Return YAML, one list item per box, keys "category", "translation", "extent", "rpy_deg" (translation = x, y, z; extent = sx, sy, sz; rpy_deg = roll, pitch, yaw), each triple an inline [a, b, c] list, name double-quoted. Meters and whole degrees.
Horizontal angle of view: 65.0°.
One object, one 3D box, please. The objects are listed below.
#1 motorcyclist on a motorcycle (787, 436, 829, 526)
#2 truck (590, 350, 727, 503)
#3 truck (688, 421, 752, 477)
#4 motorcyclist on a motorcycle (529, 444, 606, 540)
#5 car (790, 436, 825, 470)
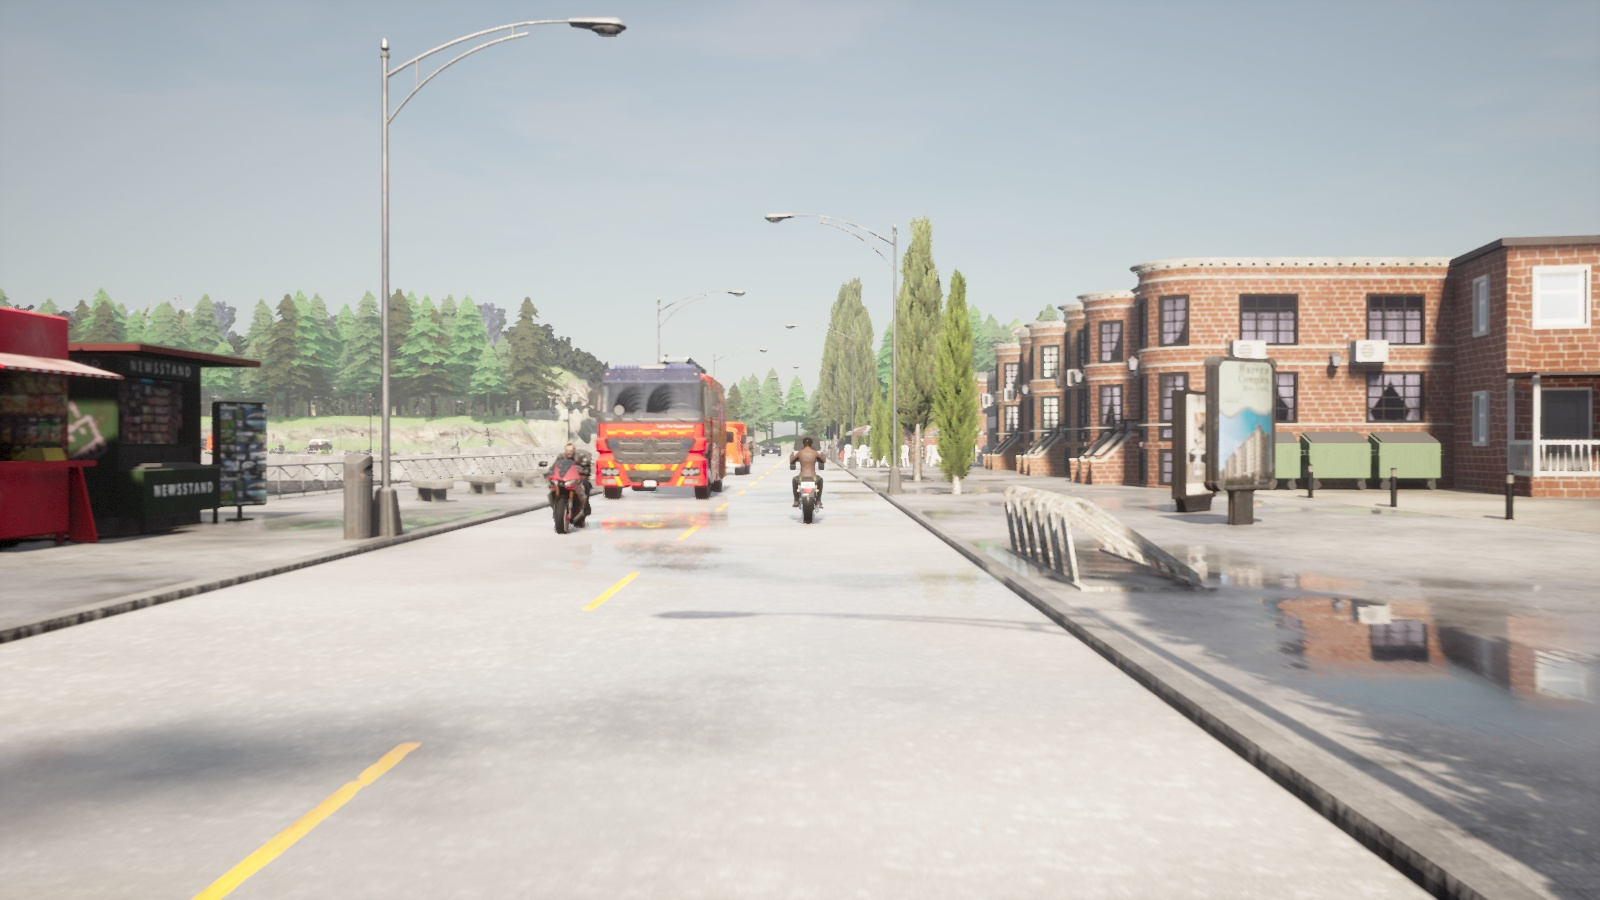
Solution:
- category: "motorcyclist on a motorcycle"
  translation: [0.150, 0.561, 24.185]
  extent: [0.766, 1.649, 2.350]
  rpy_deg: [0, 0, 0]
- category: "truck"
  translation: [-3.787, -0.622, 35.711]
  extent: [2.891, 3.827, 8.468]
  rpy_deg: [0, 0, 0]
- category: "truck"
  translation: [-3.661, -0.072, 58.351]
  extent: [2.627, 2.467, 5.204]
  rpy_deg: [0, 0, 0]
- category: "motorcyclist on a motorcycle"
  translation: [-3.869, 0.660, 21.071]
  extent: [0.866, 1.530, 2.191]
  rpy_deg: [0, 0, 0]
- category: "car"
  translation: [0.404, 0.146, 70.364]
  extent: [1.905, 1.878, 3.866]
  rpy_deg: [0, 0, 0]
